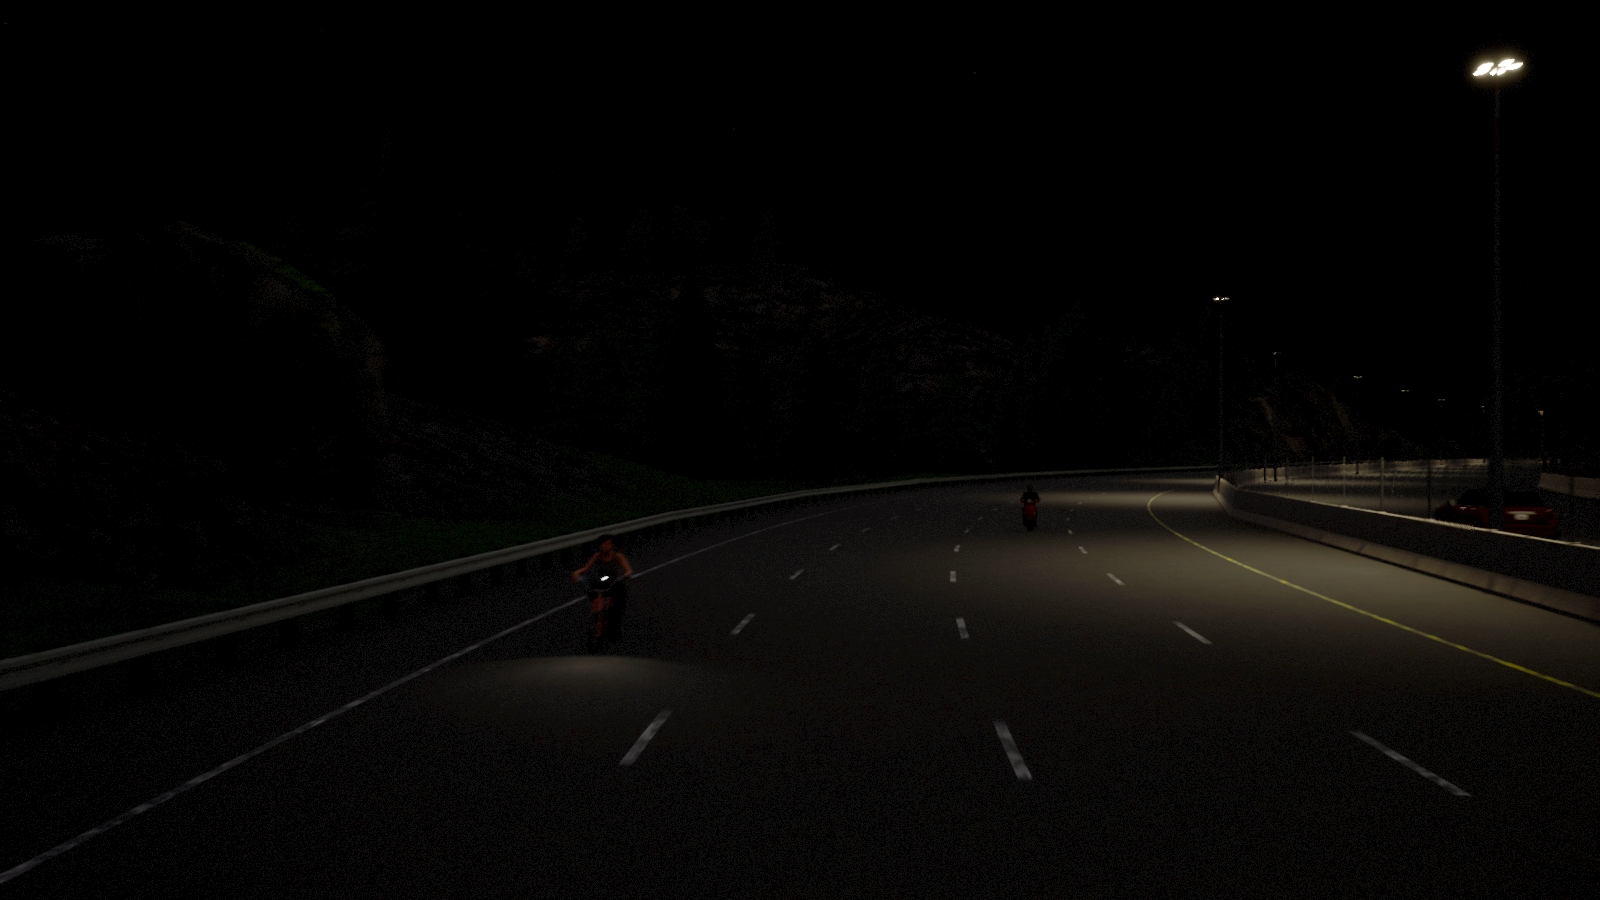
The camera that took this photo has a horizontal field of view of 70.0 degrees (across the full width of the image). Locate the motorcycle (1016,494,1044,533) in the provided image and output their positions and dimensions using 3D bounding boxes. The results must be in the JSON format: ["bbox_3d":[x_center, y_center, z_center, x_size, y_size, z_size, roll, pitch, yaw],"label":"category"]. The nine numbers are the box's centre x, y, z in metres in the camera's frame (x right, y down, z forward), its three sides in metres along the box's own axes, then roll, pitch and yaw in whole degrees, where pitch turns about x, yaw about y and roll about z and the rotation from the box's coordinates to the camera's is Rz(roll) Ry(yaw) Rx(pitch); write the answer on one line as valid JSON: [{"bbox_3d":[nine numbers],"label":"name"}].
[{"bbox_3d":[7.976,2.195,39.512,0.856,1.236,1.805,-1,0,13],"label":"motorcycle"}]

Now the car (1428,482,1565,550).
[{"bbox_3d":[21.058,1.940,34.784,2.097,1.767,4.553,0,0,11],"label":"car"}]

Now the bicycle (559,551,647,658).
[{"bbox_3d":[-2.754,2.145,16.099,0.859,1.295,1.487,0,0,5],"label":"bicycle"}]
